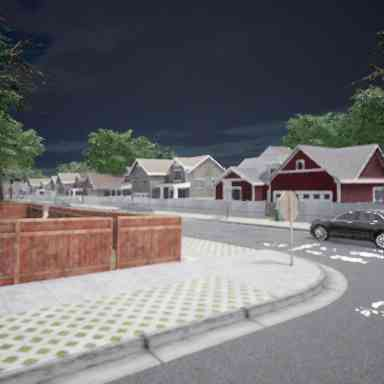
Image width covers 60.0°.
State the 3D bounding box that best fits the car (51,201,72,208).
[{"bbox_3d":[-17.548,1.854,44.664,1.994,1.385,4.181,-1,0,-35],"label":"car"}]

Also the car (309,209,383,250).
[{"bbox_3d":[7.530,1.524,14.702,1.837,1.490,4.892,1,-1,-32],"label":"car"}]

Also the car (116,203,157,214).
[{"bbox_3d":[-4.399,1.686,26.172,1.837,1.490,4.892,-1,1,-36],"label":"car"}]
